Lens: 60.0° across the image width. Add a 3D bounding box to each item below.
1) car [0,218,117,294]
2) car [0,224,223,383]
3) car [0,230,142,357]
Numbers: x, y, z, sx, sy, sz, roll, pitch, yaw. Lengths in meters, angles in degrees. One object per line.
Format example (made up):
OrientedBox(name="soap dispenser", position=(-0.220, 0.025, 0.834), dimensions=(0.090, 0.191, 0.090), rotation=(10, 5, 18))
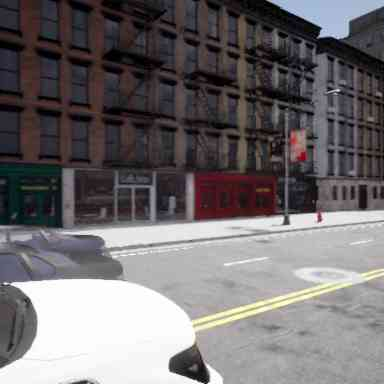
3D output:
OrientedBox(name="car", position=(-4.793, 1.548, 8.250), dimensions=(5.357, 1.411, 2.033), rotation=(0, 0, -35))
OrientedBox(name="car", position=(-2.411, 1.221, 1.722), dimensions=(5.566, 2.045, 2.150), rotation=(0, 0, -35))
OrientedBox(name="car", position=(-3.645, 1.547, 5.078), dimensions=(5.357, 1.411, 2.033), rotation=(0, 0, -35))
